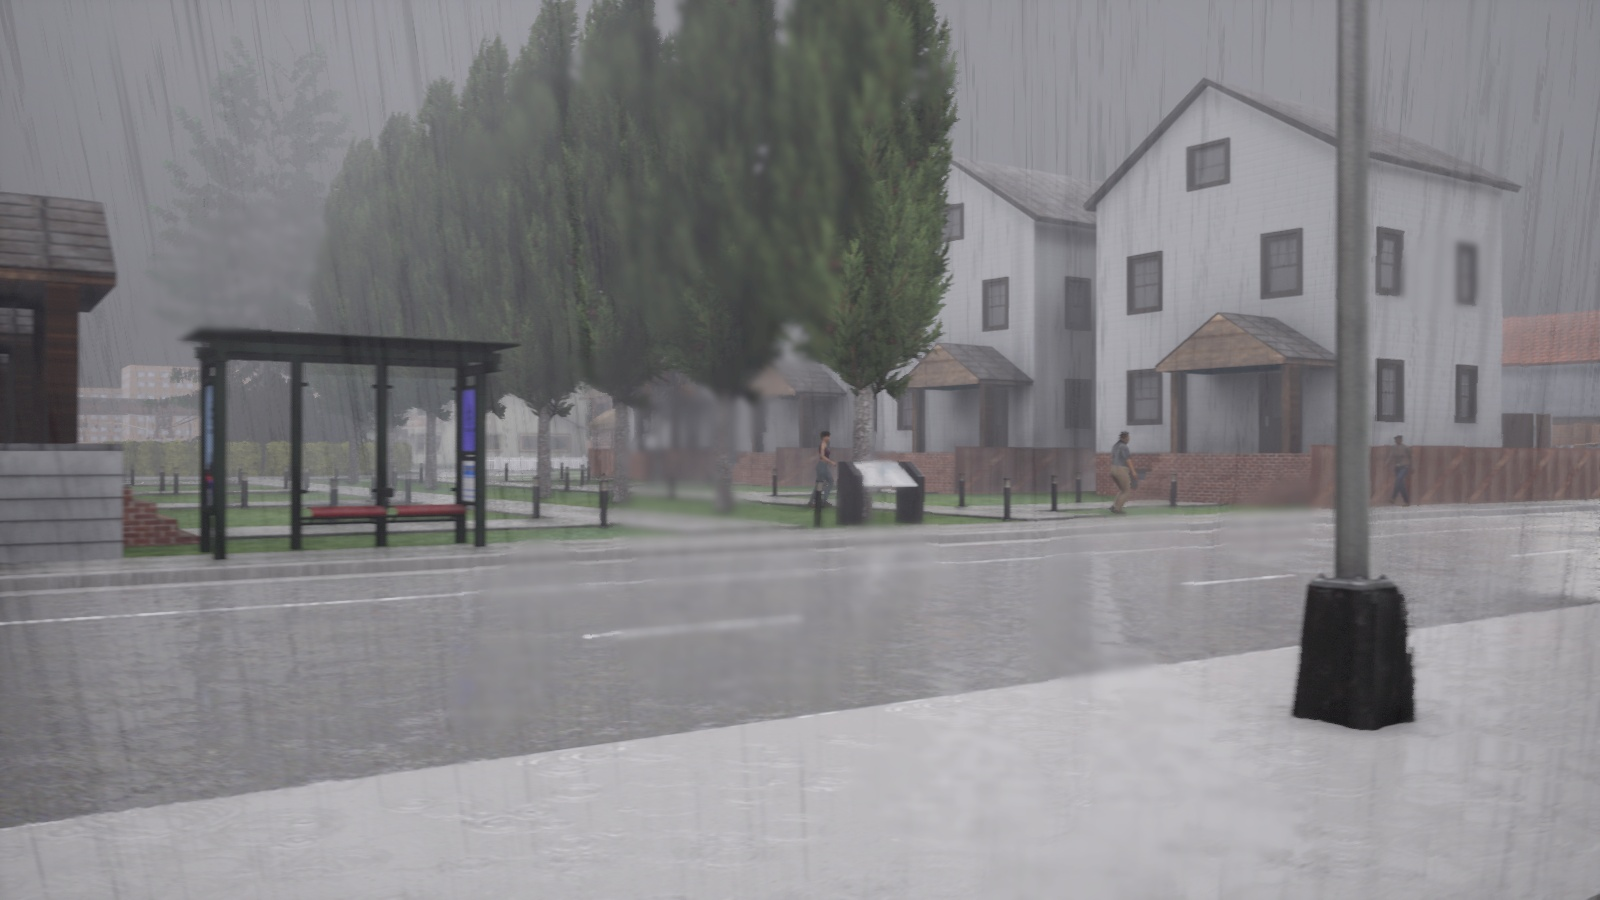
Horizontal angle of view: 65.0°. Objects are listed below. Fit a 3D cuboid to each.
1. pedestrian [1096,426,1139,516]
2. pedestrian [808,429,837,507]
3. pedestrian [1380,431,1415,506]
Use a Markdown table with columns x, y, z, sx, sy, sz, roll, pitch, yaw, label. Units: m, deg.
| x | y | z | sx | sy | sz | roll | pitch | yaw | label |
| --- | --- | --- | --- | --- | --- | --- | --- | --- | --- |
| 6.632 | 0.439 | 26.246 | 0.694 | 1.848 | 0.540 | 0 | 0 | -15 | pedestrian |
| 0.530 | 0.426 | 29.811 | 0.594 | 1.836 | 0.345 | 0 | 0 | 19 | pedestrian |
| 14.586 | 0.442 | 30.639 | 0.869 | 1.805 | 0.328 | 0 | 0 | -29 | pedestrian |
